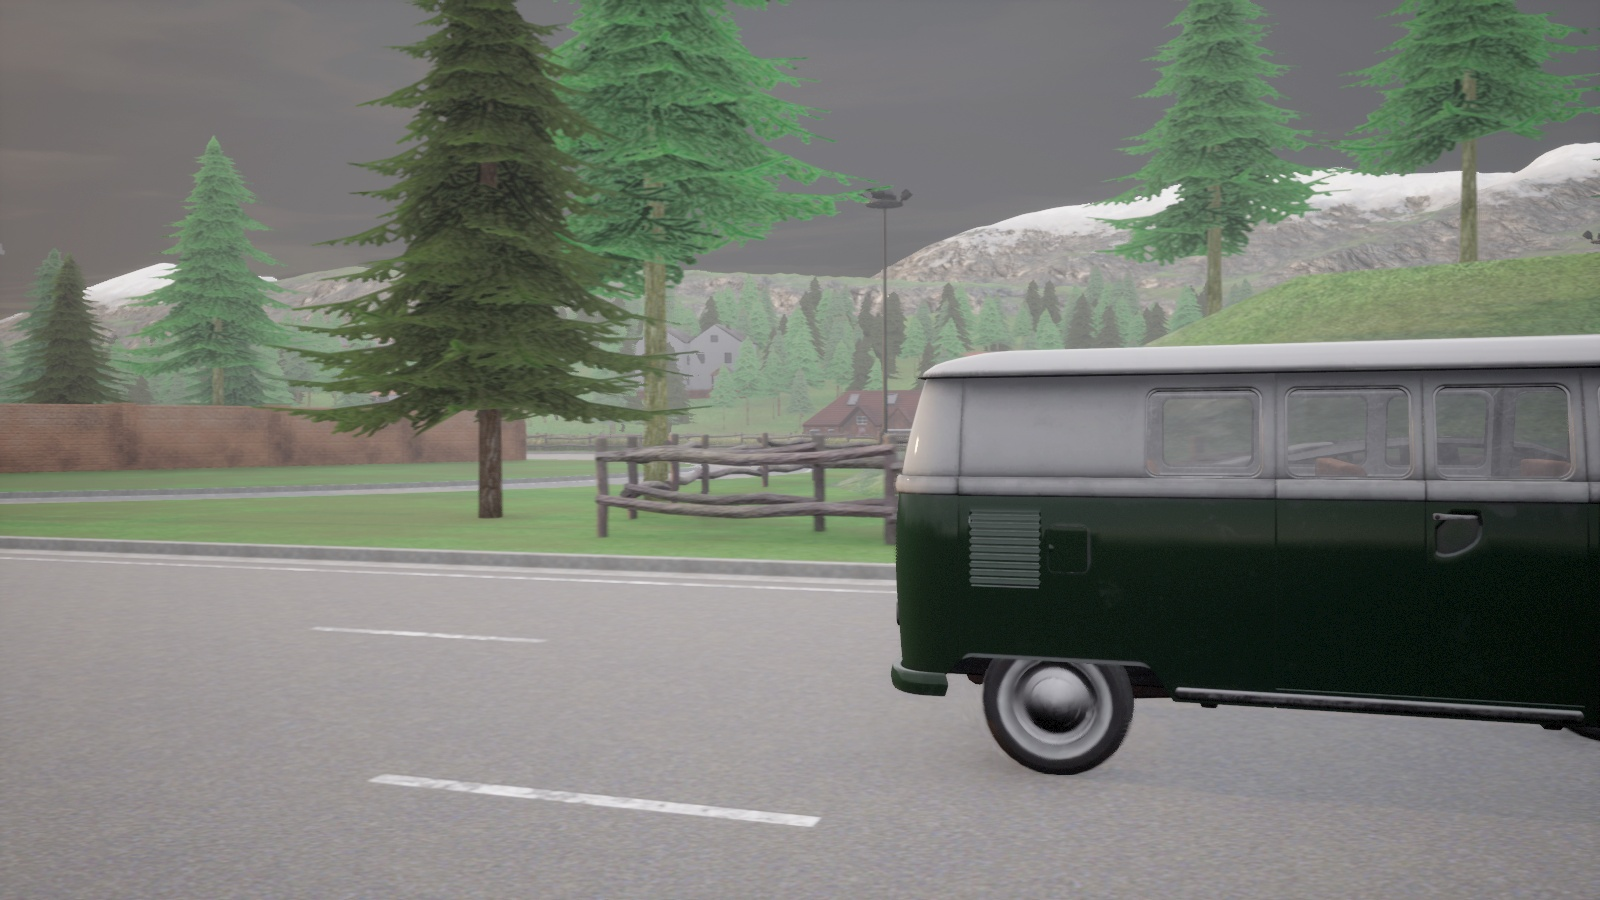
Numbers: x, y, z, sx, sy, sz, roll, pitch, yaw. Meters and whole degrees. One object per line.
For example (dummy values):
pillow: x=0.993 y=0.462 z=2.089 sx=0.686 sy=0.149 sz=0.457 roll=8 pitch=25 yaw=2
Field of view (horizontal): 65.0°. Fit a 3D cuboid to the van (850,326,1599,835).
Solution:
van: x=2.628 y=0.493 z=5.998 sx=4.442 sy=1.987 sz=1.775 roll=1 pitch=1 yaw=19
